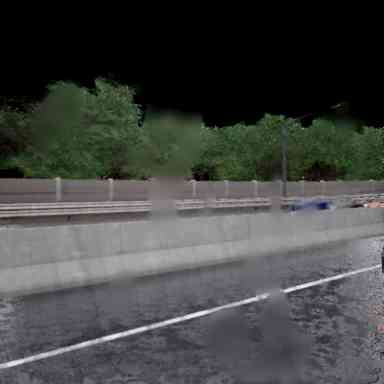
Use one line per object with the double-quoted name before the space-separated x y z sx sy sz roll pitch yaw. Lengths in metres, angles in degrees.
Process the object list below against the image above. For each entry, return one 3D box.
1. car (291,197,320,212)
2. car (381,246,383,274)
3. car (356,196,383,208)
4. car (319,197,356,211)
"car" 12.158 1.261 33.681 5.008 1.535 1.882 -1 0 -34
"car" 6.677 1.471 8.436 4.892 1.490 1.837 0 0 -35
"car" 16.366 1.134 28.076 4.553 1.767 2.097 -1 0 -34
"car" 14.554 1.271 31.078 4.902 1.511 2.128 -1 0 -34
